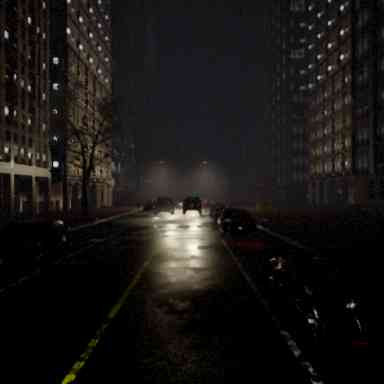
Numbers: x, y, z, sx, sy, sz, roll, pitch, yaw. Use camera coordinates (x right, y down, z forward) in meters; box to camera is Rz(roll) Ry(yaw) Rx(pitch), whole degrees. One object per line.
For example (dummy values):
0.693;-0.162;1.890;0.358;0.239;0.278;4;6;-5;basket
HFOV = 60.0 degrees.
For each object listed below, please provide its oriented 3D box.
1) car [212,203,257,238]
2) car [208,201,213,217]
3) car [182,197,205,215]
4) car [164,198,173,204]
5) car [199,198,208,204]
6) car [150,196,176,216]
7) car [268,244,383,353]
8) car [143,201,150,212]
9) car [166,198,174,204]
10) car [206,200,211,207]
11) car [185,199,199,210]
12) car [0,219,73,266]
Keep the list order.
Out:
2.374;1.642;18.805;1.882;1.535;5.008;0;0;0;car
2.702;1.794;28.827;1.887;1.381;4.507;-1;0;0;car
0.045;1.556;39.159;2.150;2.045;5.566;0;-1;0;car
-5.642;2.197;79.428;1.752;1.417;4.829;-1;0;0;car
2.739;2.224;79.610;2.008;1.369;4.403;-1;0;0;car
-3.070;1.546;37.325;2.150;2.045;5.566;0;-1;0;car
2.687;1.622;6.257;1.947;1.339;4.313;-1;0;0;car
-5.666;1.943;45.750;2.008;1.369;4.403;-1;0;0;car
-5.637;2.300;85.238;1.802;1.307;4.206;-1;0;0;car
2.707;1.824;34.640;1.752;1.417;4.829;-1;0;0;car
0.037;1.938;52.178;2.128;1.511;4.902;0;0;0;car
-5.691;1.670;11.903;1.947;1.339;4.313;-1;0;0;car
